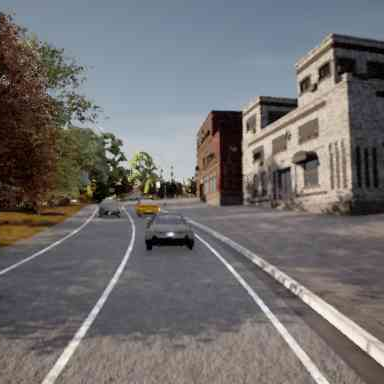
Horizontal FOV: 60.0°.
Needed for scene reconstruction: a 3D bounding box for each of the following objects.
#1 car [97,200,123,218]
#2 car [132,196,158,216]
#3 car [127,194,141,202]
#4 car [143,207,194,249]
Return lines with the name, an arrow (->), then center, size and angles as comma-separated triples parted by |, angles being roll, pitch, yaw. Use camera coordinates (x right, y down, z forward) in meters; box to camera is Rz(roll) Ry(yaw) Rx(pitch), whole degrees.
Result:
car -> -7.237, 1.465, 29.397 | 1.837, 1.490, 4.892 | 1, 0, -13
car -> -4.424, 1.487, 32.318 | 1.882, 1.535, 5.008 | 1, 0, -13
car -> -12.121, 1.145, 70.460 | 2.097, 1.767, 4.553 | -1, 0, 7
car -> -1.058, 1.597, 14.759 | 1.994, 1.385, 4.181 | 0, 0, -7
